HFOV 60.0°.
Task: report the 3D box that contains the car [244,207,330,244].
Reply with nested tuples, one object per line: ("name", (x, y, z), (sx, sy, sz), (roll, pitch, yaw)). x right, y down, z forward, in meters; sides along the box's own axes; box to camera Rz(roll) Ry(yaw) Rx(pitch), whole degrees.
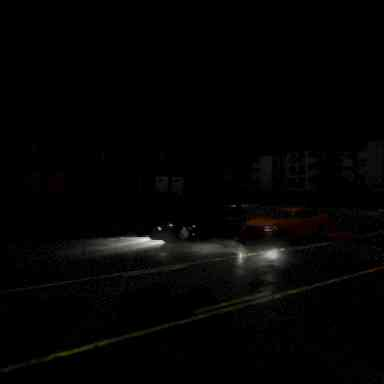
("car", (4.636, 1.487, 15.952), (5.008, 1.535, 1.882), (0, 0, -37))

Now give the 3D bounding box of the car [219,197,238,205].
("car", (6.227, 1.596, 59.363), (2.033, 1.411, 5.357), (0, 0, -34))

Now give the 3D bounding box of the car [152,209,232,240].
("car", (0.058, 1.571, 17.065), (4.181, 1.385, 1.994), (0, 0, -37))
